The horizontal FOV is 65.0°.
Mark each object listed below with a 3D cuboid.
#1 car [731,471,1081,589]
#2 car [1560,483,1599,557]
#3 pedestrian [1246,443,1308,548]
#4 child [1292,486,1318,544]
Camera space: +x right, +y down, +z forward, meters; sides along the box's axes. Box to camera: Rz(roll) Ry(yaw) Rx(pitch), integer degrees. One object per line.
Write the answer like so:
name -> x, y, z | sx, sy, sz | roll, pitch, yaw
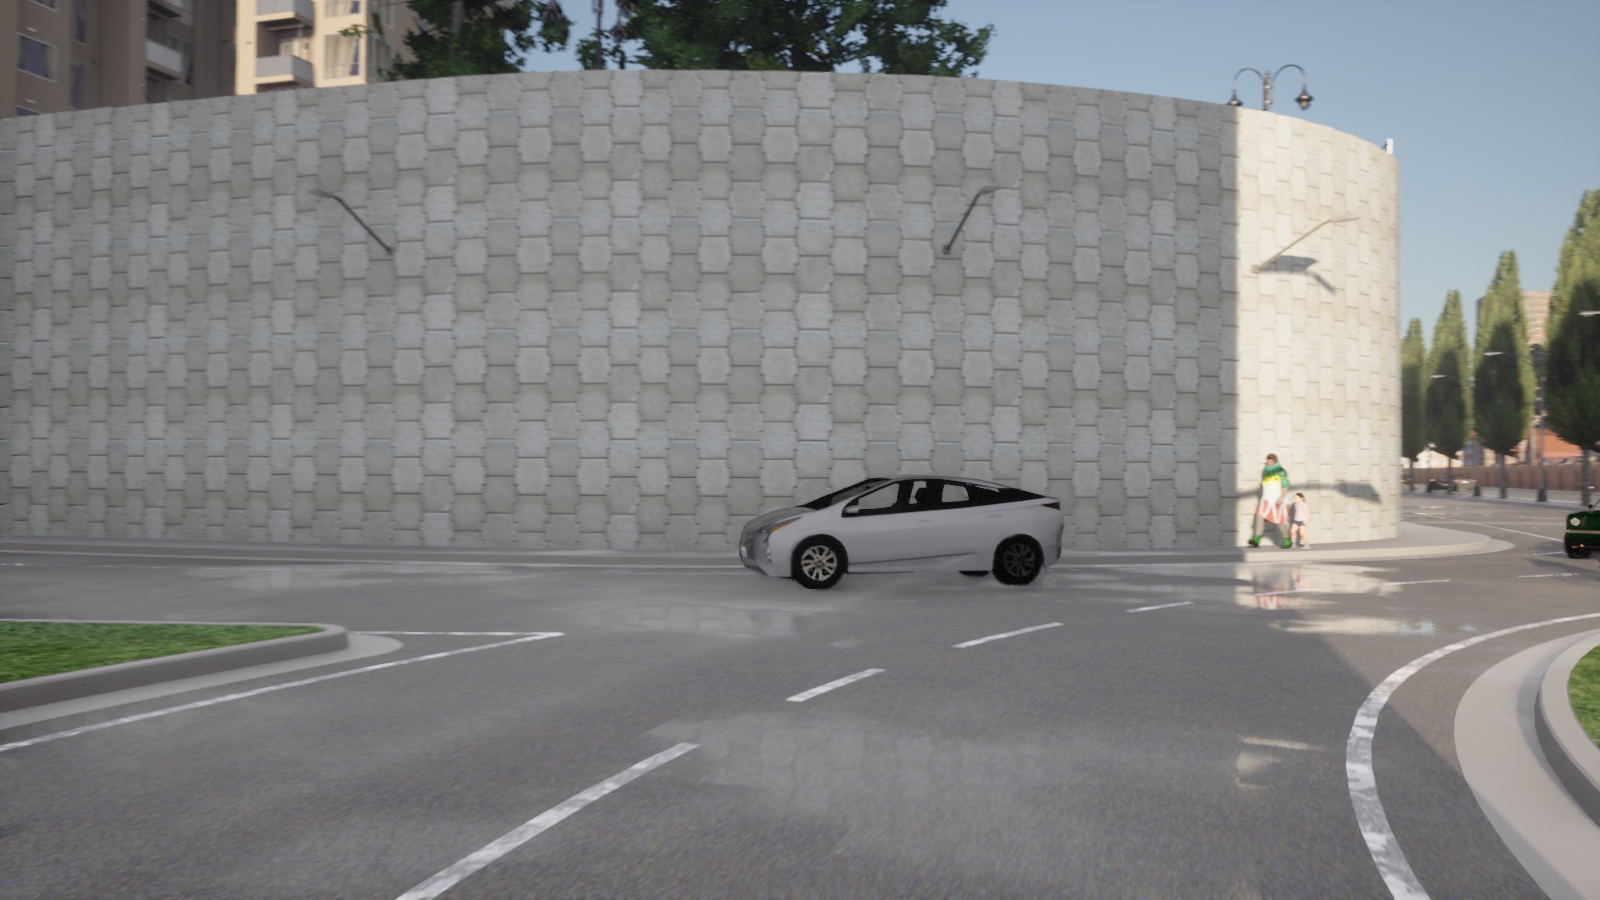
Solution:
car -> 1.425, 1.056, 17.717 | 4.514, 1.525, 2.007 | 0, -1, -13
car -> 16.214, 1.289, 23.927 | 1.895, 1.301, 4.718 | -1, -1, 45
pedestrian -> 9.008, 0.853, 23.721 | 0.873, 1.952, 0.659 | 0, -1, -23
child -> 9.649, 1.236, 23.991 | 0.394, 1.110, 0.255 | 0, -1, -23
